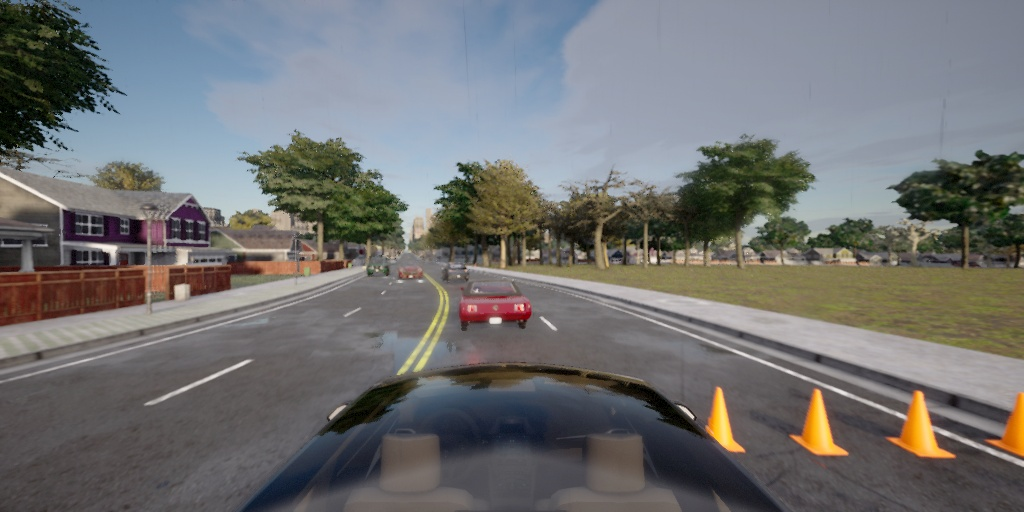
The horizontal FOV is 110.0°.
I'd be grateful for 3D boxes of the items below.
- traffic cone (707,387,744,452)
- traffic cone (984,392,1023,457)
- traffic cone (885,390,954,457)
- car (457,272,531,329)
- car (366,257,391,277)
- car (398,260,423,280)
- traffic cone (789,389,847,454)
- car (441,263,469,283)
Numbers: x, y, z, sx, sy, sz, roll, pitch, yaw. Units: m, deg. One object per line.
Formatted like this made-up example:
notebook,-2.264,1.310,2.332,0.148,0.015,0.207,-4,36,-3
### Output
traffic cone,2.207,1.699,3.823,0.340,0.580,0.340,0,0,3
traffic cone,5.203,1.687,3.658,0.340,0.580,0.340,0,0,3
traffic cone,4.205,1.691,3.713,0.340,0.580,0.340,0,0,3
car,-0.693,1.370,11.367,1.895,1.301,4.718,0,0,-7
car,-14.534,1.138,39.251,2.150,2.045,5.566,0,0,-16
car,-9.336,1.217,33.075,2.097,1.767,4.553,0,0,-16
traffic cone,3.206,1.695,3.768,0.340,0.580,0.340,0,0,3
car,-4.606,1.314,28.980,2.128,1.511,4.902,0,0,-16
